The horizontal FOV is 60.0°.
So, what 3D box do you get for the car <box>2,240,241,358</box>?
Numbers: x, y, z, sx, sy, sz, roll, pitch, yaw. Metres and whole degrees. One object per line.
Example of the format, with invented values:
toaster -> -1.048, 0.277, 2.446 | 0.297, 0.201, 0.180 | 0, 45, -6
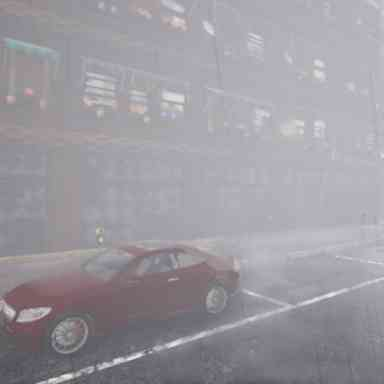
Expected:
car -> -0.962, 1.573, 5.926 | 4.206, 1.307, 1.802 | 0, 1, -35
